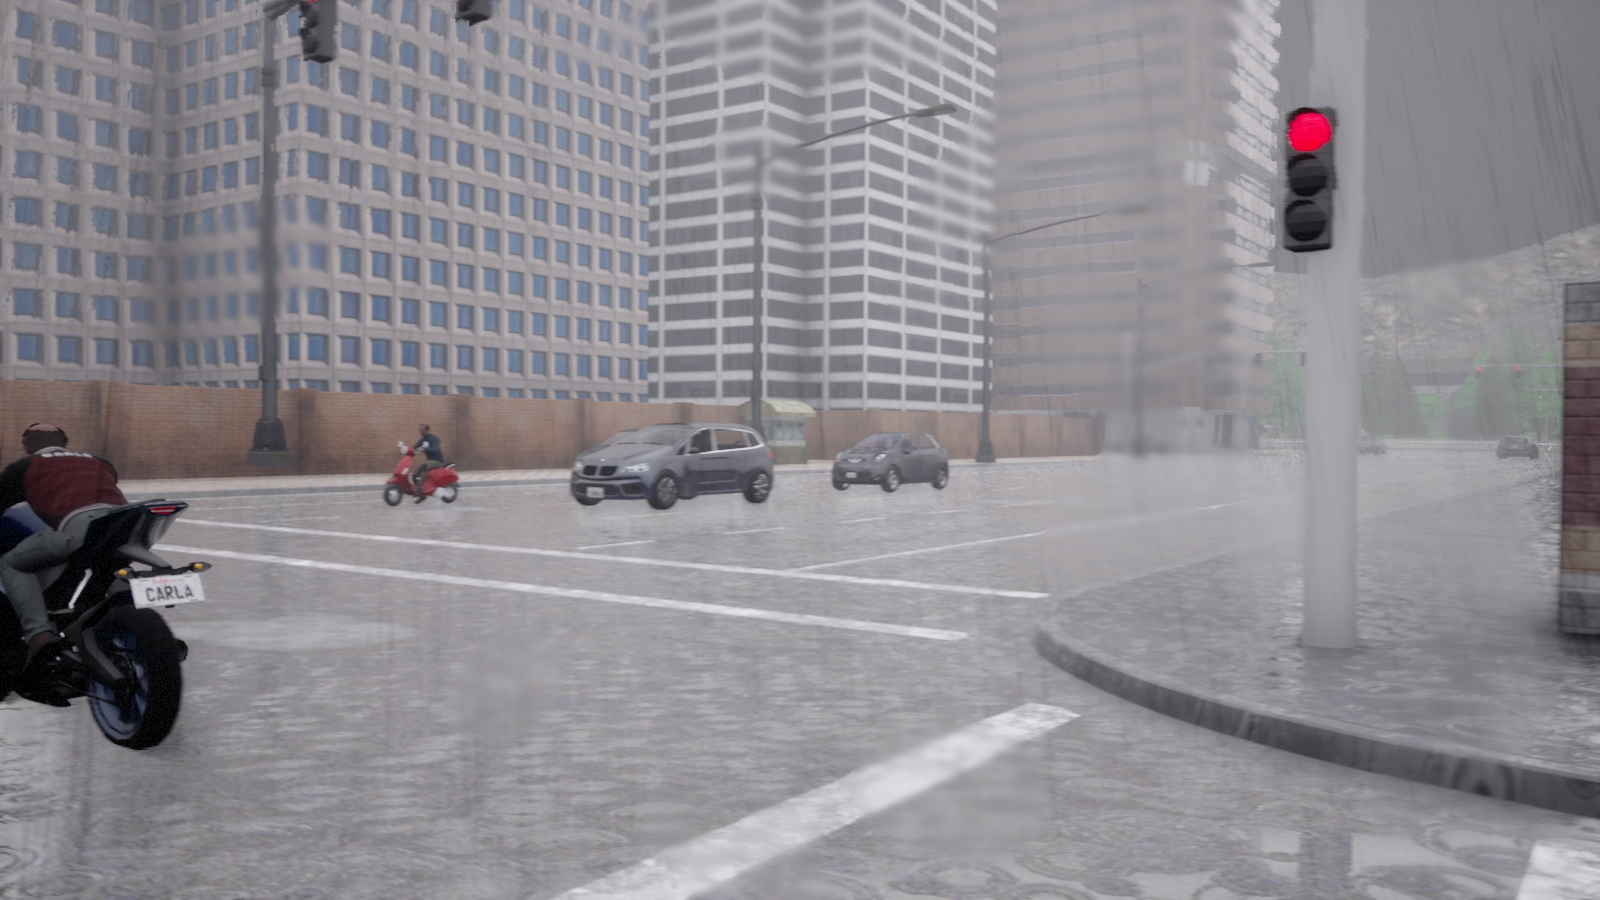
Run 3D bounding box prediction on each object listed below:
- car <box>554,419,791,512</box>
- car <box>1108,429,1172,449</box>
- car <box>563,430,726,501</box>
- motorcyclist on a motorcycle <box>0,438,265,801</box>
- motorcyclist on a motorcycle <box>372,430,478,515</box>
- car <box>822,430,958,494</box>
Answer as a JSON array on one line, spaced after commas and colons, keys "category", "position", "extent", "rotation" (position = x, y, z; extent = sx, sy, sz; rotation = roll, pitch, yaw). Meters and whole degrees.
[{"category": "car", "position": [-2.440, 0.240, 25.208], "extent": [2.242, 1.667, 4.611], "rotation": [0, 1, 35]}, {"category": "car", "position": [25.088, -0.822, 92.722], "extent": [4.193, 1.474, 1.816], "rotation": [0, 1, 36]}, {"category": "car", "position": [-3.601, 0.323, 29.638], "extent": [1.789, 1.549, 3.705], "rotation": [0, 1, 35]}, {"category": "motorcyclist on a motorcycle", "position": [-3.723, 0.713, 6.287], "extent": [2.191, 1.530, 0.866], "rotation": [0, 1, 35]}, {"category": "motorcyclist on a motorcycle", "position": [-7.268, 0.408, 24.417], "extent": [0.866, 1.590, 1.817], "rotation": [0, 1, 35]}, {"category": "car", "position": [2.355, 0.266, 32.015], "extent": [1.845, 1.501, 3.633], "rotation": [0, 1, 35]}]
